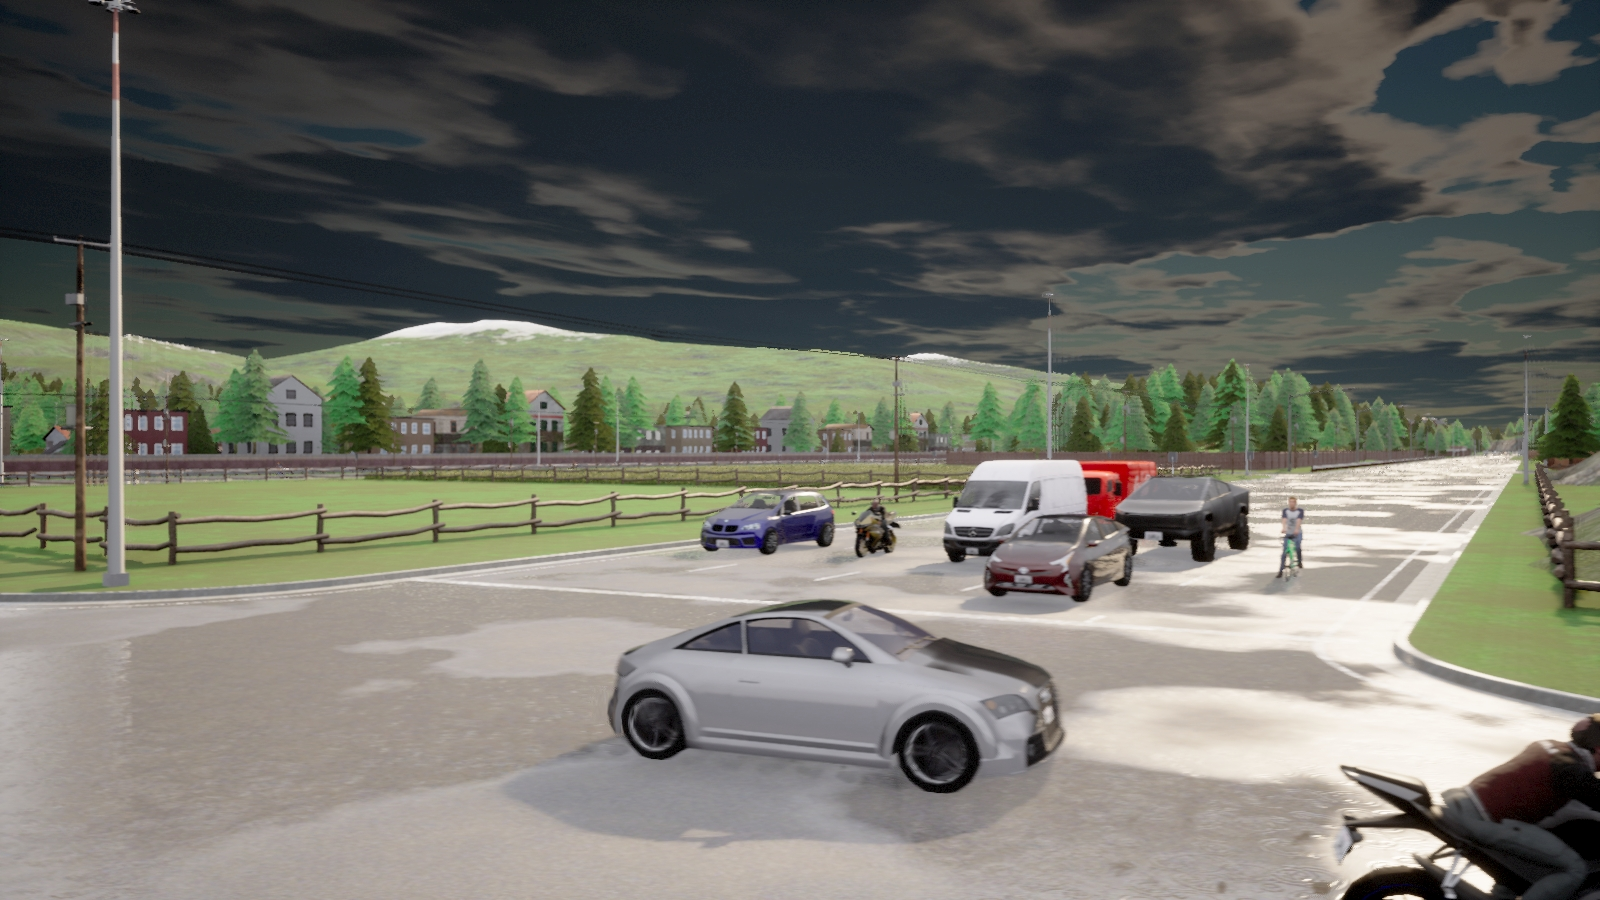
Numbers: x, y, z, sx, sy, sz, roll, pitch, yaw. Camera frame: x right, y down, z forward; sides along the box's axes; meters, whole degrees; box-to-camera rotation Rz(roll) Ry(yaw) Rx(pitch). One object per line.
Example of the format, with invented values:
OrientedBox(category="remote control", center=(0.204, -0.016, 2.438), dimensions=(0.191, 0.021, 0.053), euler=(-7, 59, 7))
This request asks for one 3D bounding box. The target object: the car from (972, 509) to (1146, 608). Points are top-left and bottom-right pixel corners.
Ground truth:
OrientedBox(category="car", center=(5.268, 2.057, 22.791), dimensions=(2.007, 1.525, 4.514), euler=(0, 0, 32))

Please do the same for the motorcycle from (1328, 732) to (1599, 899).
OrientedBox(category="motorcycle", center=(3.852, 2.206, 5.622), dimensions=(2.209, 1.251, 0.867), euler=(0, 0, 20))

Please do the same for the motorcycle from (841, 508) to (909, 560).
OrientedBox(category="motorcycle", center=(2.048, 2.238, 30.782), dimensions=(0.867, 1.251, 2.209), euler=(0, 0, 33))

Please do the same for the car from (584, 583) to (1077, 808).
OrientedBox(category="car", center=(0.316, 2.132, 10.701), dimensions=(4.181, 1.385, 1.994), euler=(0, 0, 22))

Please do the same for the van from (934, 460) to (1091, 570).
OrientedBox(category="van", center=(5.729, 1.559, 30.054), dimensions=(1.988, 2.561, 5.915), euler=(0, 0, 33))

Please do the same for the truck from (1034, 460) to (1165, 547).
OrientedBox(category="truck", center=(9.603, 1.590, 36.296), dimensions=(2.627, 2.467, 5.204), euler=(0, 0, 32))

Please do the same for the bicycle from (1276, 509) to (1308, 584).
OrientedBox(category="bicycle", center=(10.659, 2.065, 24.756), dimensions=(0.373, 1.496, 1.643), euler=(0, 0, 33))

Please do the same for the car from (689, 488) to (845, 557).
OrientedBox(category="car", center=(-0.850, 2.008, 32.745), dimensions=(2.242, 1.667, 4.611), euler=(0, 0, 33))

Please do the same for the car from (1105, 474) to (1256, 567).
OrientedBox(category="car", center=(10.415, 1.770, 30.878), dimensions=(2.390, 2.098, 6.274), euler=(0, 0, 33))
